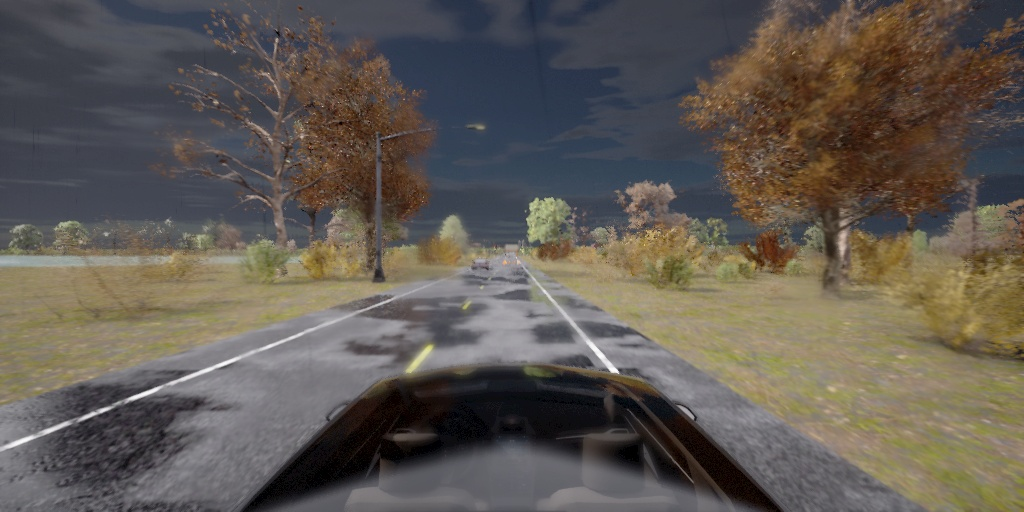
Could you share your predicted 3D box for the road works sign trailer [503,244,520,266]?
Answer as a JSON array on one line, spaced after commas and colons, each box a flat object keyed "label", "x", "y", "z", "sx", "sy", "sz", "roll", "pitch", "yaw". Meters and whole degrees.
[{"label": "road works sign trailer", "x": -0.018, "y": -0.200, "z": 57.360, "sx": 2.380, "sy": 3.560, "sz": 2.880, "roll": 0, "pitch": 0, "yaw": 0}]

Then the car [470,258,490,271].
[{"label": "car", "x": -3.596, "y": 0.990, "z": 41.642, "sx": 1.812, "sy": 1.442, "sz": 4.674, "roll": 0, "pitch": 1, "yaw": 0}]
